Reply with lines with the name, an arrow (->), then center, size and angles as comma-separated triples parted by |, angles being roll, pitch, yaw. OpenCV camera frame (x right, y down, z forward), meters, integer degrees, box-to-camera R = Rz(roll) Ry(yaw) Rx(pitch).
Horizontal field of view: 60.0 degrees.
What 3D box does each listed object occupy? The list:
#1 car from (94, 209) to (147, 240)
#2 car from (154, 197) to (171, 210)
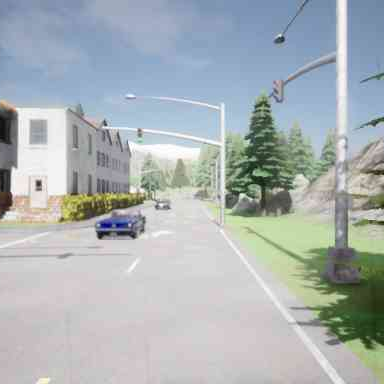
car -> -3.560, 1.597, 17.289 | 1.895, 1.301, 4.718 | 0, 0, 0
car -> -3.651, 1.427, 42.193 | 2.128, 1.511, 4.902 | 0, 0, 0
